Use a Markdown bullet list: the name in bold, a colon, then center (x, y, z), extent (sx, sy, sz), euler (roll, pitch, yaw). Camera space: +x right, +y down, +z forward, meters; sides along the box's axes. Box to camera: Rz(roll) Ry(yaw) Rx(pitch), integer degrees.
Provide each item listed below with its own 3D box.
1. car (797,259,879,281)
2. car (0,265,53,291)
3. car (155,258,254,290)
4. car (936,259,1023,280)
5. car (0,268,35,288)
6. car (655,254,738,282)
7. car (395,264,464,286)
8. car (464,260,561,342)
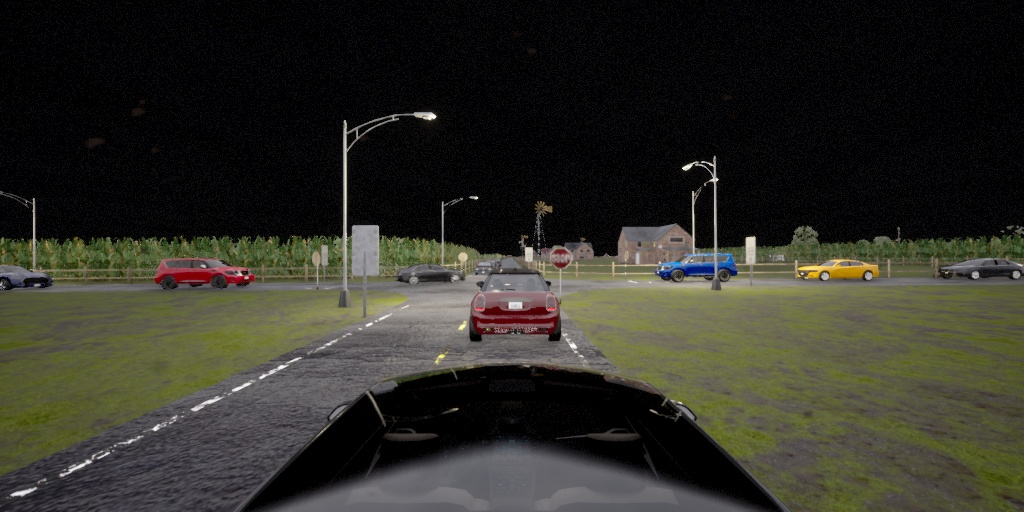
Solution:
- **car**: center (23.871, 1.015, 26.377), extent (5.008, 1.535, 1.882), euler (-1, 0, 1)
- **car**: center (-34.272, 1.402, 24.233), extent (4.553, 1.767, 2.097), euler (0, 0, 1)
- **car**: center (-20.537, 1.150, 24.038), extent (5.566, 2.045, 2.150), euler (-1, 0, 1)
- **car**: center (34.233, 0.950, 26.230), extent (4.892, 1.490, 1.837), euler (-1, 0, 0)
- **car**: center (-40.274, 1.664, 27.259), extent (5.357, 1.411, 2.033), euler (-1, 0, 1)
- **car**: center (13.564, 0.851, 26.519), extent (5.566, 2.045, 2.150), euler (-1, 0, 0)
- **car**: center (-5.836, 1.283, 25.879), extent (4.892, 1.490, 1.837), euler (-1, 1, -25)
- **car**: center (0.058, 1.103, 9.982), extent (2.097, 1.767, 4.553), euler (0, 0, -1)
